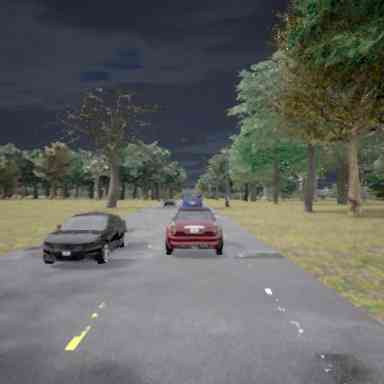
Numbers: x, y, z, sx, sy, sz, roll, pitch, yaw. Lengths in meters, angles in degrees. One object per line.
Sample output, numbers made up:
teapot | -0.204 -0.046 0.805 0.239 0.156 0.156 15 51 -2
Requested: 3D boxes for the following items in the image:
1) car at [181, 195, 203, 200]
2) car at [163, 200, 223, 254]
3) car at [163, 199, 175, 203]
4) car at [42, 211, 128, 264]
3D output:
car | 0.053 1.317 36.113 2.150 2.045 5.566 0 0 0
car | 0.083 1.374 13.767 2.097 1.767 4.553 0 0 0
car | -3.627 1.790 54.630 1.895 1.301 4.718 0 0 0
car | -3.615 1.497 12.067 1.882 1.535 5.008 0 0 0
